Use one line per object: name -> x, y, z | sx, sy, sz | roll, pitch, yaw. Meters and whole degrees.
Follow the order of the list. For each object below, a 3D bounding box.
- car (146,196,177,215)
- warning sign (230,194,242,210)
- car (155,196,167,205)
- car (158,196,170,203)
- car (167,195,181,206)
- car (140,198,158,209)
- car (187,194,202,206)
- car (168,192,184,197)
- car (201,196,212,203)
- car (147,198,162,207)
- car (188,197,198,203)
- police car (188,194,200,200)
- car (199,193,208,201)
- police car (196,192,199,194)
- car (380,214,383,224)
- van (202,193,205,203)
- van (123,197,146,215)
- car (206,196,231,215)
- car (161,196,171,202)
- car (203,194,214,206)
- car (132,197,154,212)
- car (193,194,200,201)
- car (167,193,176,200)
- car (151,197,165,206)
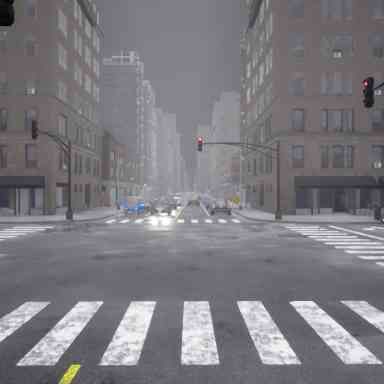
car -> -2.993, 1.493, 33.517 | 2.128, 1.511, 4.902 | 0, 0, 0
warning sign -> 5.199, 1.118, 39.336 | 1.300, 1.860, 1.060 | 0, 0, 0
car -> -5.652, 1.527, 61.548 | 1.752, 1.417, 4.829 | 0, 0, 0
car -> -5.632, 1.566, 67.386 | 1.947, 1.339, 4.313 | 0, 0, 0
car -> -2.953, 1.494, 43.762 | 2.128, 1.511, 4.902 | 0, 0, 0
car -> -5.709, 1.569, 44.713 | 1.947, 1.339, 4.313 | 0, 0, 0
car -> 0.279, 1.529, 54.025 | 1.812, 1.442, 4.674 | 0, 0, 0
car -> -2.904, 1.224, 54.492 | 2.150, 2.045, 5.566 | 0, 0, 0
car -> 2.894, 1.551, 67.365 | 2.008, 1.369, 4.403 | 0, 0, 0
car -> -5.690, 1.585, 50.381 | 1.802, 1.307, 4.206 | 0, 0, 0
car -> 0.271, 1.601, 67.687 | 1.895, 1.301, 4.718 | 0, 0, 1
police car -> 0.595, 1.414, 95.369 | 1.930, 1.638, 5.238 | 0, 0, -16
car -> 2.951, 1.309, 84.372 | 2.192, 1.841, 5.009 | 0, 0, 0
police car -> 1.064, 1.421, 79.446 | 1.930, 1.638, 5.238 | 0, 0, -1
car -> 14.355, 1.520, 20.697 | 4.892, 1.490, 1.837 | 0, 0, 0
van -> 2.855, 1.344, 56.026 | 1.690, 1.788, 3.998 | 0, 0, 0
van -> -5.748, 1.343, 33.376 | 1.690, 1.788, 3.998 | 0, 0, 0
car -> 2.778, 1.442, 33.350 | 1.967, 1.590, 4.097 | 0, 0, 0
car -> -5.613, 1.543, 73.054 | 1.887, 1.381, 4.507 | 0, 0, 0
car -> 2.816, 1.443, 44.688 | 1.967, 1.590, 4.097 | 0, 0, 0
car -> -5.729, 1.443, 39.045 | 1.967, 1.590, 4.097 | 0, 0, 0
car -> 1.088, 1.448, 89.541 | 1.801, 1.575, 5.366 | 0, 0, 0
car -> -5.555, 1.306, 90.059 | 2.192, 1.841, 5.009 | 0, 0, 0
car -> -5.671, 1.568, 56.050 | 1.947, 1.339, 4.313 | 0, 0, 0
